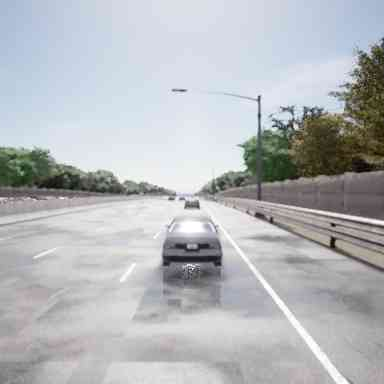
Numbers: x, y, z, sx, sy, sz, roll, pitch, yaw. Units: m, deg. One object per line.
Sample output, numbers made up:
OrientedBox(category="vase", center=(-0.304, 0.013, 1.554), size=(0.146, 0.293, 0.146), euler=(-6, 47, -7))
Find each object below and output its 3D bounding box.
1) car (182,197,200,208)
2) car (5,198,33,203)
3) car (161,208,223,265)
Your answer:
OrientedBox(category="car", center=(0.020, 1.419, 43.370), size=(1.994, 1.385, 4.181), euler=(0, 0, 0))
OrientedBox(category="car", center=(-17.577, 1.341, 33.769), size=(2.128, 1.511, 4.902), euler=(0, 0, 0))
OrientedBox(category="car", center=(0.005, 1.490, 11.425), size=(2.033, 1.411, 5.357), euler=(0, 0, 0))
